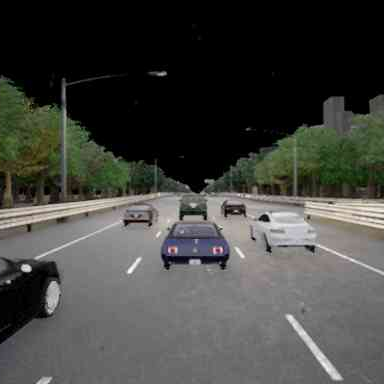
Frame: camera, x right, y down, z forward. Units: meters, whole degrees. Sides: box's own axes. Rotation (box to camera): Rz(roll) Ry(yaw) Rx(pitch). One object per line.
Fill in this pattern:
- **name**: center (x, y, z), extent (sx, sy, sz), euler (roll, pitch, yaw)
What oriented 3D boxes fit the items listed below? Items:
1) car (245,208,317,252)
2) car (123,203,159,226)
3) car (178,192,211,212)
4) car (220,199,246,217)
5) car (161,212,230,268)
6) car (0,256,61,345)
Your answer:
- **car**: center (3.595, 1.503, 13.674), extent (1.812, 1.442, 4.674), euler (0, 0, 0)
- **car**: center (-3.407, 1.486, 22.789), extent (2.033, 1.411, 5.357), euler (0, 0, 0)
- **car**: center (0.100, 1.135, 27.034), extent (2.150, 2.045, 5.566), euler (0, 0, 0)
- **car**: center (3.600, 1.373, 29.528), extent (1.882, 1.535, 5.008), euler (0, 0, 0)
- **car**: center (0.093, 1.585, 11.134), extent (1.895, 1.301, 4.718), euler (0, 0, 0)
- **car**: center (-3.435, 1.473, 4.354), extent (1.882, 1.535, 5.008), euler (0, 0, 0)
